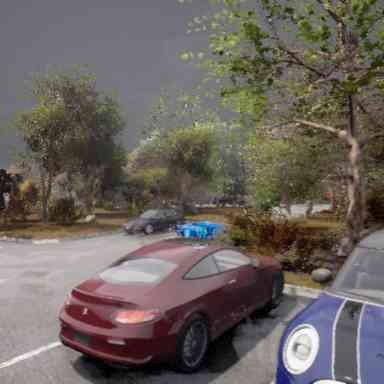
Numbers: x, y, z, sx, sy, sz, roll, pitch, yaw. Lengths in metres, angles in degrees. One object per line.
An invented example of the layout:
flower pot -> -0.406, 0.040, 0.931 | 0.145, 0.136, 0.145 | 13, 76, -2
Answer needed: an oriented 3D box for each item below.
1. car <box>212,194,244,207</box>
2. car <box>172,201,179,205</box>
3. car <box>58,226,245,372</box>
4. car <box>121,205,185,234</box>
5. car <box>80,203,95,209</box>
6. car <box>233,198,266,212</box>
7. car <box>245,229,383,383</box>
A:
car -> 6.104, 1.365, 55.538 | 5.566, 2.045, 2.150 | -2, -1, 35
car -> -4.677, 1.913, 62.727 | 4.553, 1.767, 2.097 | -2, -1, 27
car -> 0.048, 1.525, 5.741 | 2.002, 1.452, 4.674 | 0, 0, 35
car -> -2.462, 1.885, 21.927 | 1.837, 1.490, 4.892 | -3, -1, 37
car -> -19.227, 2.533, 58.971 | 4.718, 1.301, 1.895 | -1, -2, -44
car -> 6.690, 1.618, 34.616 | 2.128, 1.511, 4.902 | -3, -1, 36
car -> 2.668, 1.353, 3.955 | 2.185, 1.767, 4.553 | 0, 0, 35
